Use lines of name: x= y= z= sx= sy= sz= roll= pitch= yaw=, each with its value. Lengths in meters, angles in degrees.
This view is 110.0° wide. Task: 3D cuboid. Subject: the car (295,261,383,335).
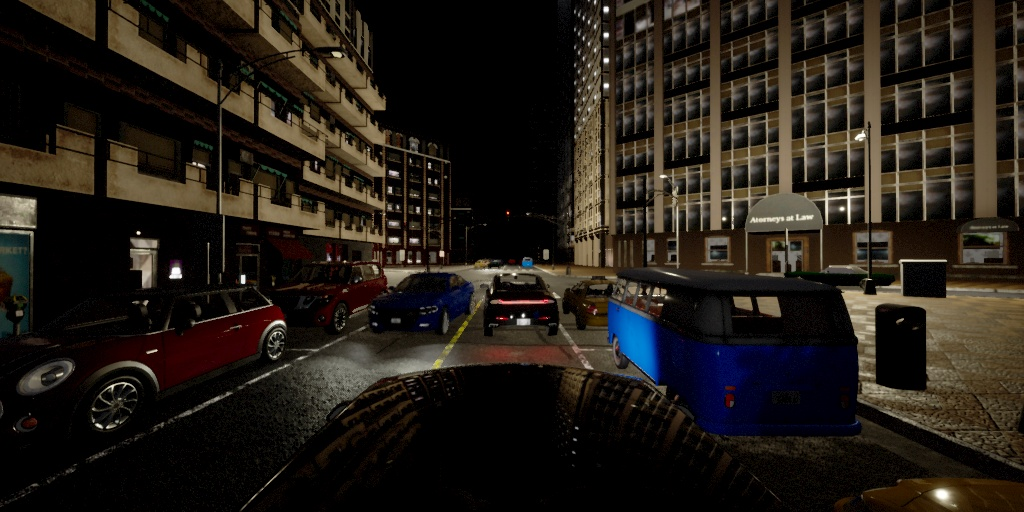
car: x=-5.312 y=1.068 z=10.737 sx=2.192 sy=1.841 sz=5.009 roll=0 pitch=0 yaw=0

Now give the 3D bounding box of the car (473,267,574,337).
car: x=0.135 y=1.245 z=10.347 sx=2.128 sy=1.511 sz=4.902 roll=0 pitch=0 yaw=-3

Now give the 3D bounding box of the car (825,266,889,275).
car: x=18.313 y=1.194 z=20.455 sx=4.718 sy=1.301 sz=1.895 roll=-1 pitch=-1 yaw=41

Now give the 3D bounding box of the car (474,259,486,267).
car: x=-5.301 y=1.352 z=59.567 sx=1.751 sy=1.417 sz=4.829 roll=0 pitch=0 yaw=0

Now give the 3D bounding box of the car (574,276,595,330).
car: x=2.568 y=1.279 z=10.912 sx=1.751 sy=1.417 sz=4.829 roll=0 pitch=0 yaw=0

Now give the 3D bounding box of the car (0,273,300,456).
car: x=-5.314 y=1.191 z=5.202 sx=1.967 sy=1.591 sz=4.097 roll=0 pitch=0 yaw=0

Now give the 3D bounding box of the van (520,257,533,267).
van: x=2.579 y=1.167 z=59.735 sx=1.690 sy=1.789 sz=3.998 roll=0 pitch=0 yaw=0

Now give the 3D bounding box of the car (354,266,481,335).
car: x=-2.444 y=1.231 z=10.805 sx=1.882 sy=1.535 sz=5.008 roll=0 pitch=0 yaw=6

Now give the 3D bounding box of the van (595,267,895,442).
van: x=2.567 y=1.092 z=5.205 sx=1.690 sy=1.789 sz=3.998 roll=0 pitch=0 yaw=0

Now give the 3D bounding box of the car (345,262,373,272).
car: x=-21.763 y=1.536 z=50.993 sx=4.181 sy=1.385 sz=1.994 roll=-1 pitch=-1 yaw=41

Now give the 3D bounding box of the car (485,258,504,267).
car: x=-2.803 y=1.425 z=58.826 sx=1.895 sy=1.301 sz=4.718 roll=0 pitch=0 yaw=2
